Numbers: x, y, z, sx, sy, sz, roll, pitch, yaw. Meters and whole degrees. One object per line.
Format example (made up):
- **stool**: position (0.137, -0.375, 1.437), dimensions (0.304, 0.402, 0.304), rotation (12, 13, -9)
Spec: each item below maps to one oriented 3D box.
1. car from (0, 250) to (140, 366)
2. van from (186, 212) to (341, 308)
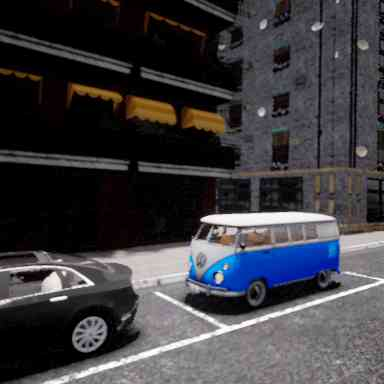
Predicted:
- **car**: position (-2.861, 1.552, 4.463), dimensions (4.403, 1.369, 2.008), rotation (1, 1, -35)
- **van**: position (1.779, 1.398, 7.768), dimensions (3.998, 1.788, 1.690), rotation (1, 1, -35)
